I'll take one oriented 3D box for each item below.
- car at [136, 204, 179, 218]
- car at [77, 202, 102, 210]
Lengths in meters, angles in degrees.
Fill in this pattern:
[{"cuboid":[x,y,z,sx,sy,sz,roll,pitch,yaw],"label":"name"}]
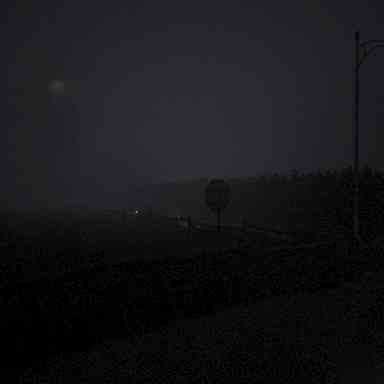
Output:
[{"cuboid":[-2.869,1.803,26.967,1.837,1.490,4.892,1,0,-36],"label":"car"},{"cuboid":[-12.481,1.927,40.488,1.895,1.301,4.718,1,0,-36],"label":"car"}]
